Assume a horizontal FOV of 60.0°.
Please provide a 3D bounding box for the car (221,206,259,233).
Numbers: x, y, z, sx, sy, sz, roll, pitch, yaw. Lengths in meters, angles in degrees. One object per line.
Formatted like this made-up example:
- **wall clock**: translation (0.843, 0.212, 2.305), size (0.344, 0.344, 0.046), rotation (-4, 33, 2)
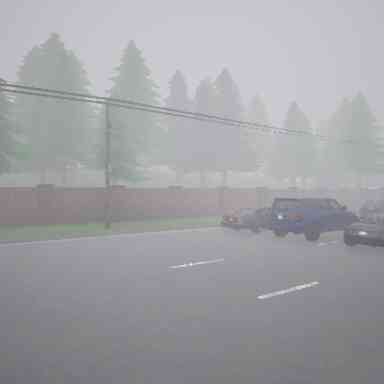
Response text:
- **car**: translation (4.204, 1.564, 19.765), size (5.357, 1.411, 2.033), rotation (0, 0, -35)

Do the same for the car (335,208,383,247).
- **car**: translation (8.269, 1.573, 14.066), size (4.181, 1.385, 1.994), rotation (0, 0, -35)

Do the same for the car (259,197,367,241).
- **car**: translation (6.261, 1.258, 16.933), size (5.566, 2.045, 2.150), rotation (0, 0, -35)

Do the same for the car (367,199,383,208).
- **car**: translation (16.391, 1.367, 28.458), size (4.553, 1.767, 2.097), rotation (0, 0, -35)
